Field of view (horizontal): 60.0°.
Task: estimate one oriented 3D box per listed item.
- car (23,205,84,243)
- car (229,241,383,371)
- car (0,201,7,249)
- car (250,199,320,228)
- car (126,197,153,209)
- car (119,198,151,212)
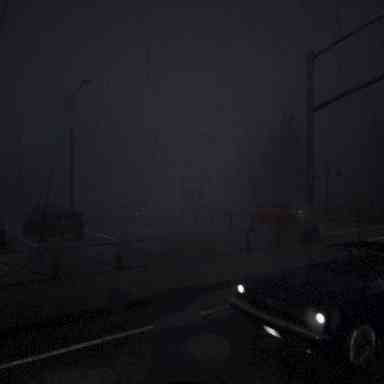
[{"bbox_3d":[-6.410,1.340,15.279,2.007,1.523,4.514,0,0,-36],"label":"car"},{"bbox_3d":[2.960,1.601,5.753,4.718,1.301,1.895,0,0,-32],"label":"car"},{"bbox_3d":[-8.921,1.331,13.398,2.152,1.636,5.027,0,0,-36],"label":"car"},{"bbox_3d":[6.110,1.352,22.182,2.097,1.767,4.553,0,0,-39],"label":"car"},{"bbox_3d":[-7.436,1.526,46.638,1.812,1.442,4.674,0,0,-36],"label":"car"},{"bbox_3d":[-6.852,1.601,39.662,1.895,1.301,4.718,0,0,-36],"label":"car"}]
